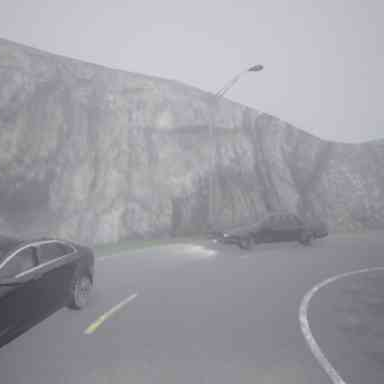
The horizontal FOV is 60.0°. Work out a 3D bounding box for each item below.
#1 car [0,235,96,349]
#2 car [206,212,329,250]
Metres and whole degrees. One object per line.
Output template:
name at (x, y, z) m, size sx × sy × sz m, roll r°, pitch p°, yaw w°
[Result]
car at (-3.212, 1.508, 5.220) m, size 2.128 × 1.511 × 4.902 m, roll 0°, pitch 0°, yaw 8°
car at (3.372, 1.591, 14.489) m, size 5.357 × 1.411 × 2.033 m, roll 0°, pitch 0°, yaw -22°
